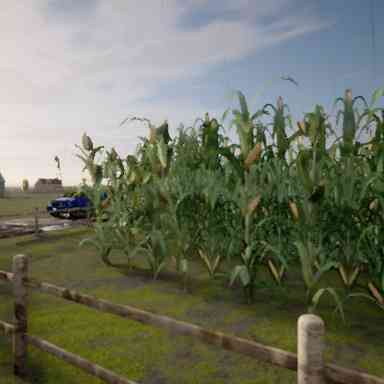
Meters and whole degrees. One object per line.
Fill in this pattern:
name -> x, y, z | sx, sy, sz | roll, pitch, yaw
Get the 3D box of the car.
car -> -8.911, 0.835, 26.582 | 2.150, 2.045, 5.566 | 1, 1, 22
